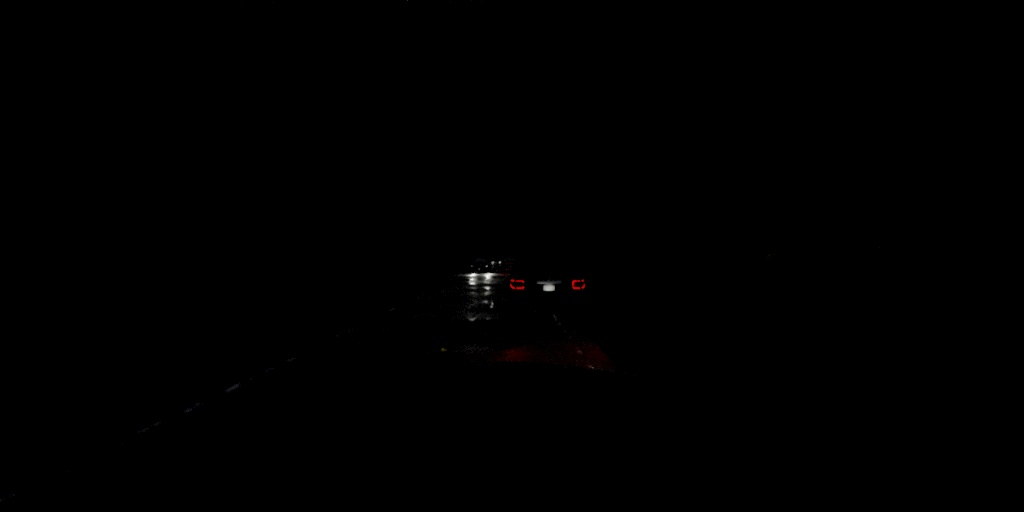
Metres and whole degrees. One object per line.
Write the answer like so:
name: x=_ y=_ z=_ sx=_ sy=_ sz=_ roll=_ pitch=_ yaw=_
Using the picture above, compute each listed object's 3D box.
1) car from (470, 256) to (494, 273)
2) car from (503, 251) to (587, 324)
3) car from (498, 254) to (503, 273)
car: x=-3.035 y=0.891 z=35.268 sx=1.812 sy=1.442 sz=4.674 roll=0 pitch=1 yaw=0
car: x=0.908 y=0.862 z=11.633 sx=2.150 sy=2.045 sz=5.566 roll=0 pitch=1 yaw=0
car: x=-0.144 y=0.833 z=36.110 sx=1.882 sy=1.535 sz=5.008 roll=0 pitch=1 yaw=0
